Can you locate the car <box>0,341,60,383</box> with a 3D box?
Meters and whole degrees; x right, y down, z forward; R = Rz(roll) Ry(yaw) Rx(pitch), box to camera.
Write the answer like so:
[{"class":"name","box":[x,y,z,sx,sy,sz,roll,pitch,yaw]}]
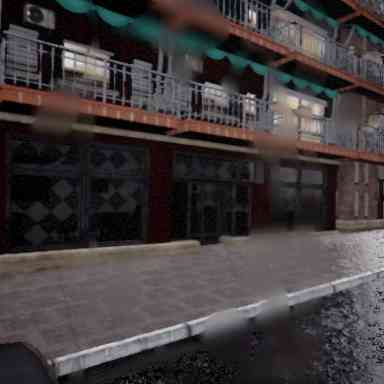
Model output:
[{"class":"car","box":[-3.040,1.544,0.903,5.357,1.411,2.033,0,0,-36]}]
